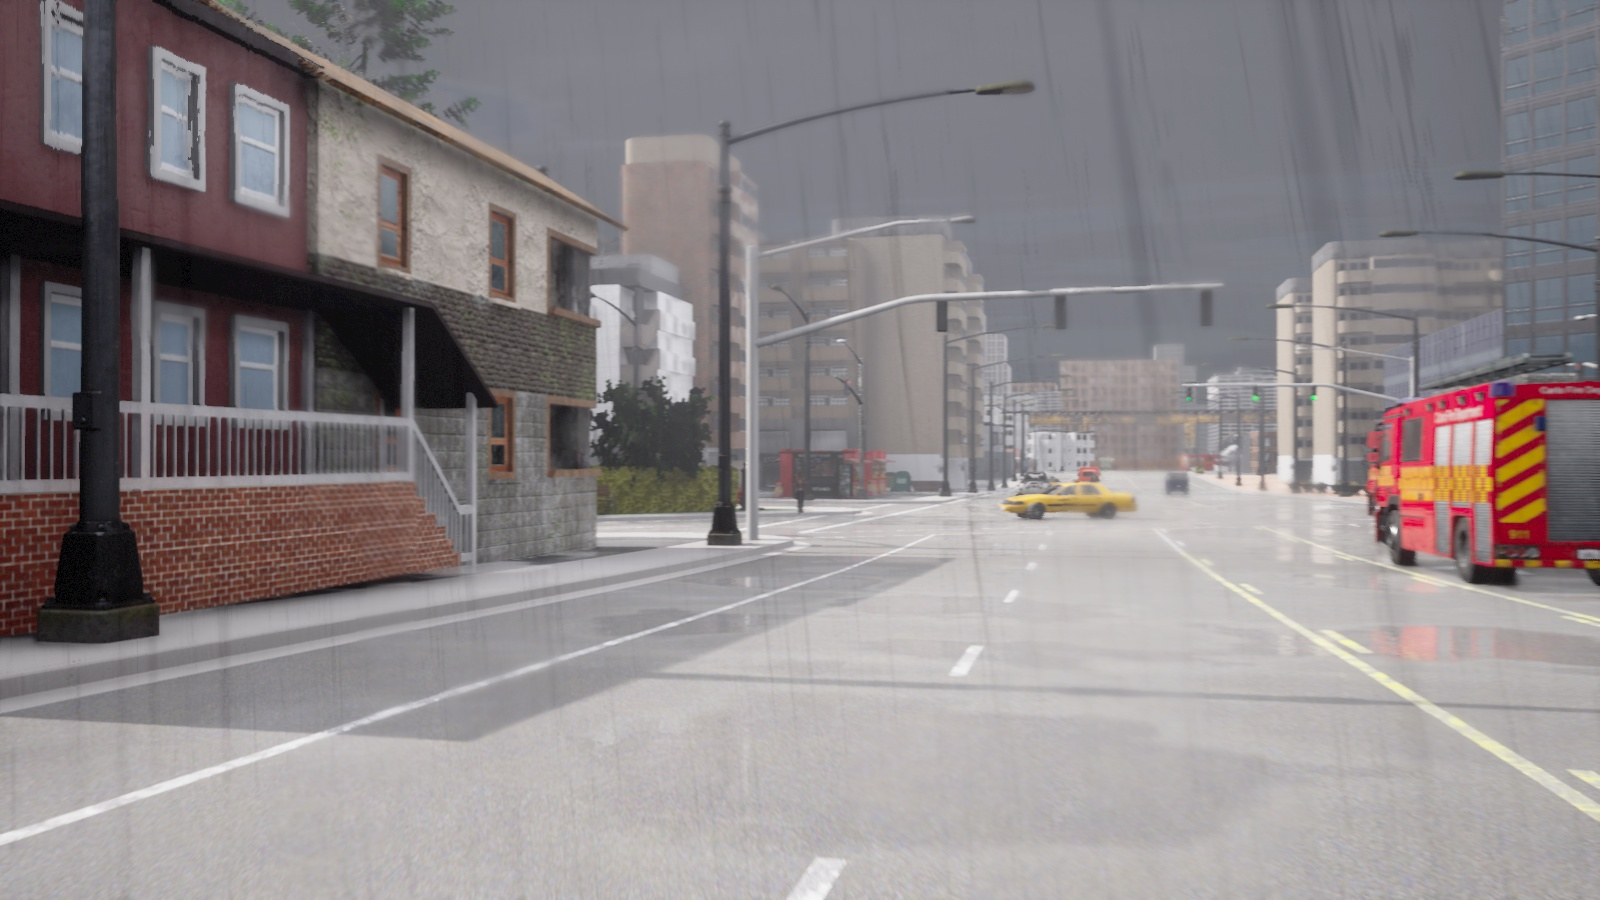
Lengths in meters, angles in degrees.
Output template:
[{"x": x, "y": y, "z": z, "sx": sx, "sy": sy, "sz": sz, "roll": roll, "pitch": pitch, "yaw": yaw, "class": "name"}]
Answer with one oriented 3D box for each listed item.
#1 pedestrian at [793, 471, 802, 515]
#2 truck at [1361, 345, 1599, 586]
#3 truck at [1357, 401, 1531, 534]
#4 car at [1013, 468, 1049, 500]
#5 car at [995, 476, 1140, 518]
[{"x": -0.101, "y": 1.781, "z": 52.510, "sx": 0.328, "sy": 1.805, "sz": 0.869, "roll": 0, "pitch": 0, "yaw": -3, "class": "pedestrian"}, {"x": 13.266, "y": 0.345, "z": 24.077, "sx": 2.891, "sy": 3.827, "sz": 8.468, "roll": -1, "pitch": -1, "yaw": 13, "class": "truck"}, {"x": 20.528, "y": 0.583, "z": 40.629, "sx": 2.891, "sy": 3.827, "sz": 8.468, "roll": -1, "pitch": -1, "yaw": 12, "class": "truck"}, {"x": 13.938, "y": 2.038, "z": 75.482, "sx": 1.932, "sy": 1.855, "sz": 4.605, "roll": -1, "pitch": -1, "yaw": 13, "class": "car"}, {"x": 10.655, "y": 1.869, "z": 50.120, "sx": 5.366, "sy": 1.575, "sz": 1.801, "roll": 0, "pitch": 0, "yaw": -8, "class": "car"}]
